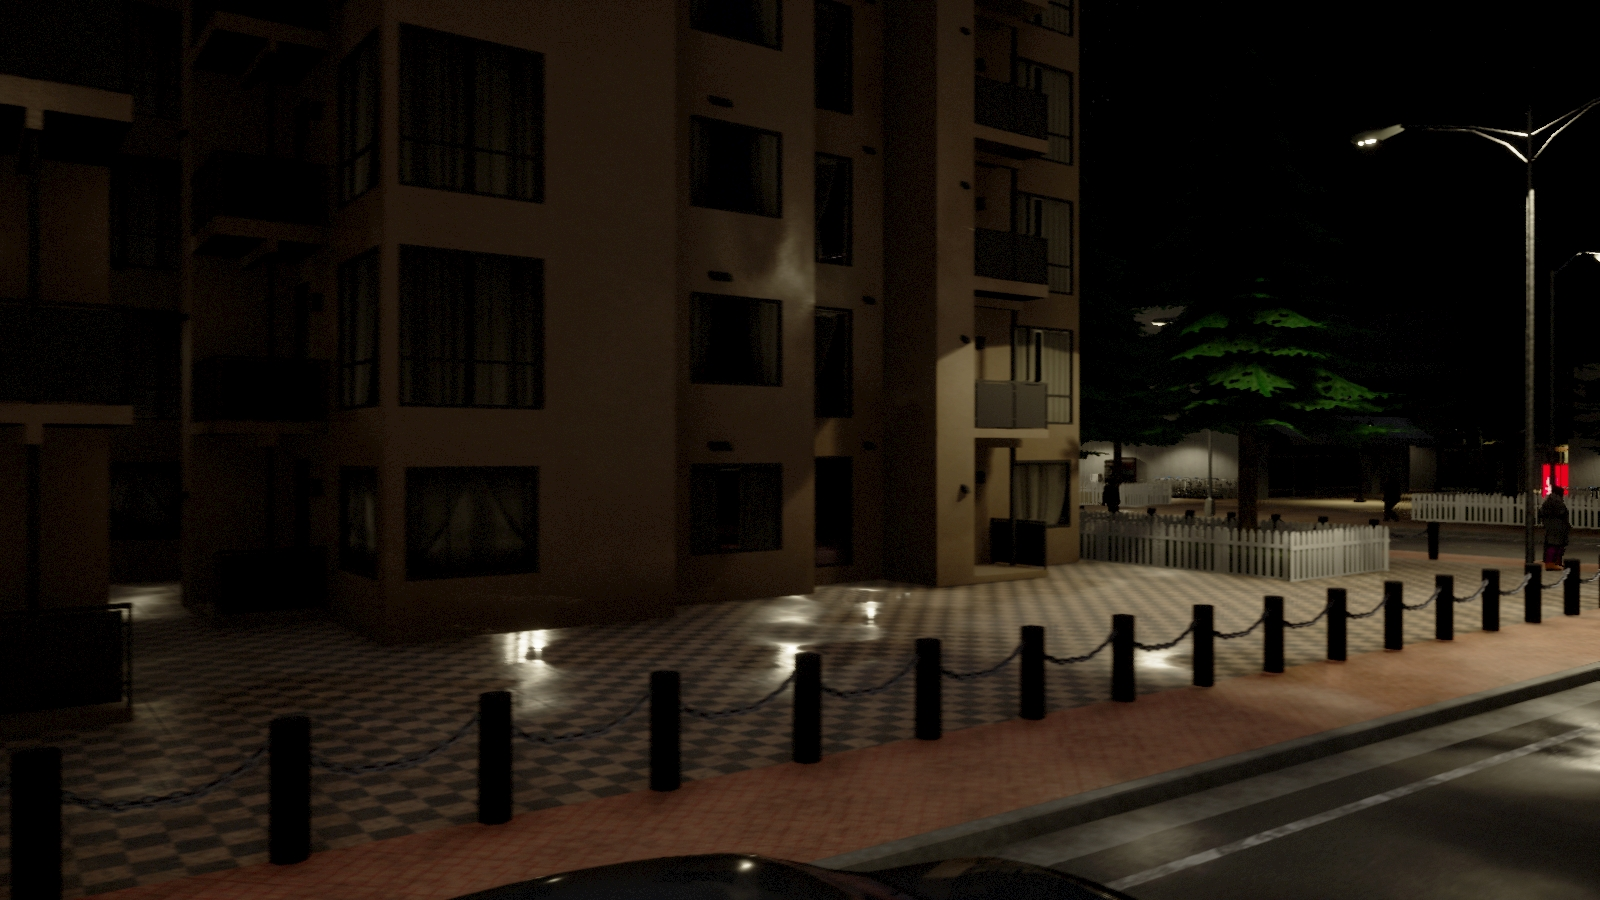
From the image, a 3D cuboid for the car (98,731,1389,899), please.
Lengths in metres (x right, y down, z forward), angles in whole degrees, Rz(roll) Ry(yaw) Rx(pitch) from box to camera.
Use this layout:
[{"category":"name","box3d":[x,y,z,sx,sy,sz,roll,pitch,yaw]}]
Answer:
[{"category":"car","box3d":[-0.743,2.086,3.252,5.357,1.411,2.033,0,0,-35]}]

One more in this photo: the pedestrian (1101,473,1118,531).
[{"category":"pedestrian","box3d":[10.102,1.691,37.274,0.375,1.860,0.375,0,0,-33]}]

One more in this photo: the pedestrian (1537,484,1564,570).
[{"category":"pedestrian","box3d":[16.577,1.690,25.226,0.375,1.860,0.375,0,0,7]}]

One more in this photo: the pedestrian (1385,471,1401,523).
[{"category":"pedestrian","box3d":[21.478,1.692,41.383,0.375,1.860,0.375,0,0,-32]}]
